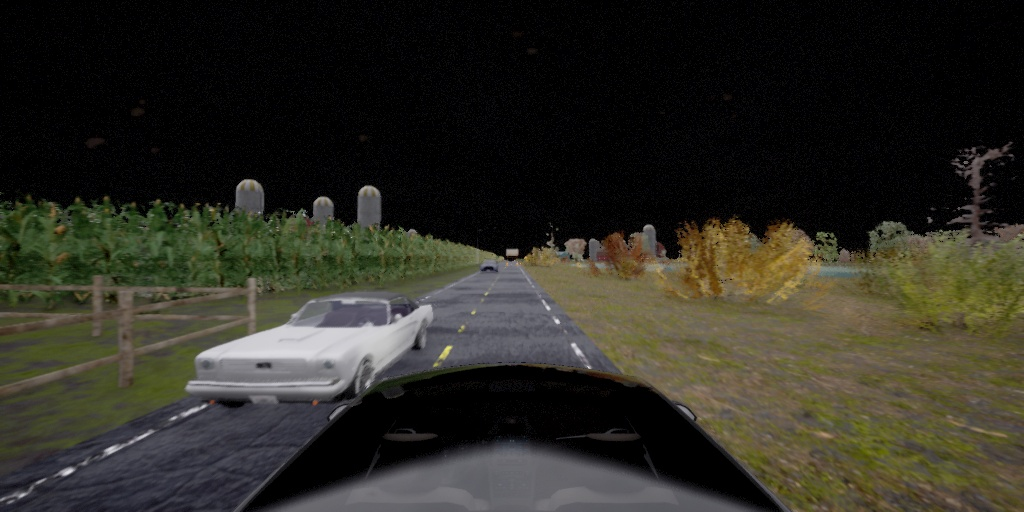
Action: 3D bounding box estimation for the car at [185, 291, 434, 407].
[{"bbox_3d":[-2.833,1.353,6.344,1.895,1.301,4.718,0,0,1],"label":"car"}]

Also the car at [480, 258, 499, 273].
[{"bbox_3d":[-2.781,1.167,44.712,2.097,1.767,4.553,0,0,0],"label":"car"}]
